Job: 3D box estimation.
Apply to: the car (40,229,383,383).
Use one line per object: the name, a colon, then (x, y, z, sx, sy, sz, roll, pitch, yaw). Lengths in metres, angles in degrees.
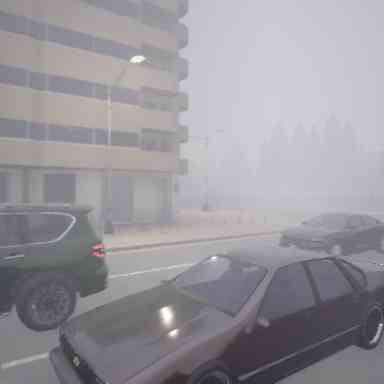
car: (0.996, 1.546, 4.690, 5.357, 1.411, 2.033, 0, 0, -35)

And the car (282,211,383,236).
car: (5.269, 1.470, 11.996, 5.008, 1.535, 1.882, 0, 0, -35)

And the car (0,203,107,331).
car: (-4.147, 1.225, 5.325, 5.566, 2.045, 2.150, 0, 0, -35)
